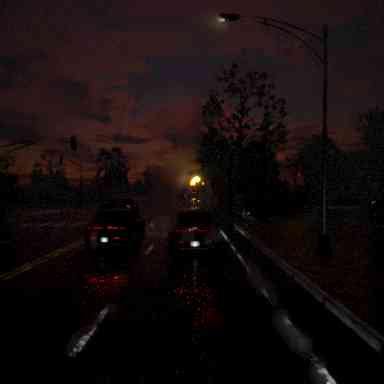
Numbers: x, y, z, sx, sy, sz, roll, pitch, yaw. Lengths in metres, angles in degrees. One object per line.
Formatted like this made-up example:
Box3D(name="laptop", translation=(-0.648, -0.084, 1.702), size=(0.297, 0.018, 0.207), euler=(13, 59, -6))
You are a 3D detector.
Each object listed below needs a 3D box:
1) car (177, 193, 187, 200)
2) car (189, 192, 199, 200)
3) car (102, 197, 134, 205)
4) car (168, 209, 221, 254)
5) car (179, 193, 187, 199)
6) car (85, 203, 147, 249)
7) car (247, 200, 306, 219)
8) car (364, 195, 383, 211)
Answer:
Box3D(name="car", translation=(-2.670, 1.219, 81.122), size=(1.994, 1.385, 4.181), euler=(0, 0, 1))
Box3D(name="car", translation=(0.574, 0.895, 80.712), size=(2.150, 2.045, 5.566), euler=(0, 0, 1))
Box3D(name="car", translation=(-6.744, 1.298, 30.469), size=(2.097, 1.767, 4.553), euler=(-1, 2, -35))
Box3D(name="car", translation=(0.100, 1.456, 13.226), size=(1.837, 1.490, 4.892), euler=(0, 0, 0))
Box3D(name="car", translation=(-2.498, 0.995, 91.155), size=(1.882, 1.535, 5.008), euler=(0, 0, 1))
Box3D(name="car", translation=(-3.151, 1.455, 14.394), size=(1.837, 1.490, 4.892), euler=(0, 0, 0))
Box3D(name="car", translation=(7.008, 1.474, 27.538), size=(4.892, 1.490, 1.837), euler=(0, -2, -11))
Box3D(name="car", translation=(21.670, 1.118, 36.816), size=(4.553, 1.767, 2.097), euler=(0, 1, 3))
